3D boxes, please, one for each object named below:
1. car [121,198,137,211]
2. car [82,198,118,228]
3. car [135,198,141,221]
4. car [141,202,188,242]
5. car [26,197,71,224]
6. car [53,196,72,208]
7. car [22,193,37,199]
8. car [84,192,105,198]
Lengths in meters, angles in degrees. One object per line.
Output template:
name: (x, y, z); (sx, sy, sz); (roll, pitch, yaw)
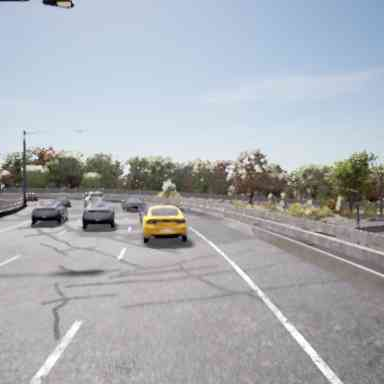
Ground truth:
car: (-6.713, 1.339, 37.174); (2.033, 1.411, 5.357); (0, 0, -20)
car: (-5.825, 1.383, 21.171); (2.128, 1.511, 4.902); (0, 1, -12)
car: (-2.552, 1.412, 22.805); (2.033, 1.411, 5.357); (0, 0, -13)
car: (-1.378, 1.381, 15.875); (1.882, 1.535, 5.008); (0, 0, -8)
car: (-9.936, 1.386, 23.499); (2.128, 1.511, 4.902); (0, 0, -14)
car: (-17.785, 1.353, 45.548); (1.994, 1.385, 4.181); (0, 0, -26)
car: (-34.468, 1.062, 70.375); (2.097, 1.767, 4.553); (-1, 1, -43)
car: (-12.322, 1.009, 42.054); (2.150, 2.045, 5.566); (0, 1, -23)
